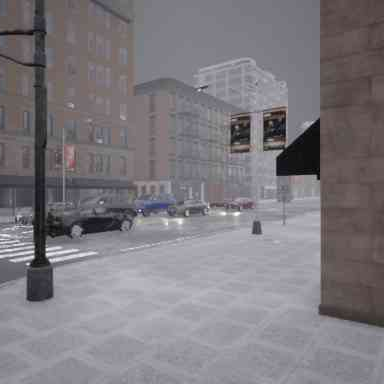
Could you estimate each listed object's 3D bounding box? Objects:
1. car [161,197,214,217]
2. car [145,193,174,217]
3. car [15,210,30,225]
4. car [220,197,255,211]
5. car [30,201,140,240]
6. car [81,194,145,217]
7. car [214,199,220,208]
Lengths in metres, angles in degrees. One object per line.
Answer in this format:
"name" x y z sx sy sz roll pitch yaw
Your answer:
"car" -0.280 1.402 29.962 1.837 1.490 4.892 0 0 35
"car" -3.702 1.131 30.750 2.150 2.045 5.566 0 0 35
"car" -9.398 1.442 22.714 2.128 1.511 4.902 0 0 35
"car" 5.565 1.332 38.191 1.882 1.535 5.008 0 0 35
"car" -5.233 1.424 17.000 1.882 1.535 5.008 0 0 35
"car" -6.014 1.161 21.868 2.150 2.045 5.566 0 0 35
"car" 4.033 1.453 41.644 1.895 1.301 4.718 0 0 36
